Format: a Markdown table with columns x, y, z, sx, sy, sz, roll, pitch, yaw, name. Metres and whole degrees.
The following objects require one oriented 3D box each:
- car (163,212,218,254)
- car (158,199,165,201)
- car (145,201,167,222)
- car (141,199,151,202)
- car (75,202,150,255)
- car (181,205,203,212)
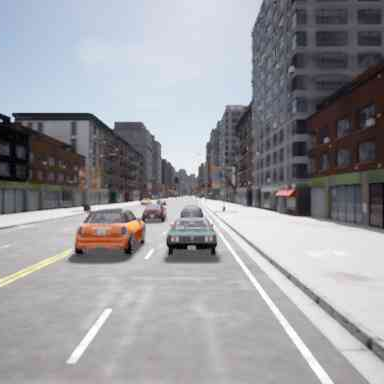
| x | y | z | sx | sy | sz | roll | pitch | yaw | name |
| --- | --- | --- | --- | --- | --- | --- | --- | --- | --- |
| 0.000 | 1.734 | 14.105 | 1.895 | 1.301 | 4.718 | 0 | 0 | 0 | car |
| -6.512 | 2.218 | 70.963 | 2.128 | 1.511 | 4.902 | 0 | -1 | 0 | car |
| -3.252 | 1.803 | 29.383 | 1.812 | 1.442 | 4.674 | 0 | 0 | 0 | car |
| -9.762 | 2.171 | 70.963 | 1.882 | 1.535 | 5.008 | 0 | -1 | 0 | car |
| -3.250 | 1.483 | 14.077 | 2.097 | 1.767 | 4.553 | 0 | -1 | 0 | car |
| -0.002 | 1.841 | 29.277 | 1.994 | 1.385 | 4.181 | 0 | -1 | 0 | car |
